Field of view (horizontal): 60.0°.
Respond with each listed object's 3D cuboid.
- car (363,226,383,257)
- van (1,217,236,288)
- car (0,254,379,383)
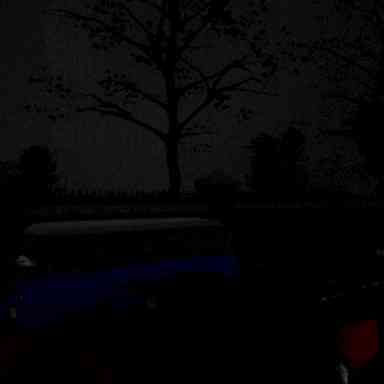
[{"bbox_3d":[8.108,1.686,12.340,4.313,1.339,1.947,1,0,-35],"label":"car"},{"bbox_3d":[-1.059,1.362,5.803,3.998,1.788,1.690,1,0,-35],"label":"van"},{"bbox_3d":[-0.255,1.614,3.193,4.718,1.301,1.895,1,0,-35],"label":"car"}]
